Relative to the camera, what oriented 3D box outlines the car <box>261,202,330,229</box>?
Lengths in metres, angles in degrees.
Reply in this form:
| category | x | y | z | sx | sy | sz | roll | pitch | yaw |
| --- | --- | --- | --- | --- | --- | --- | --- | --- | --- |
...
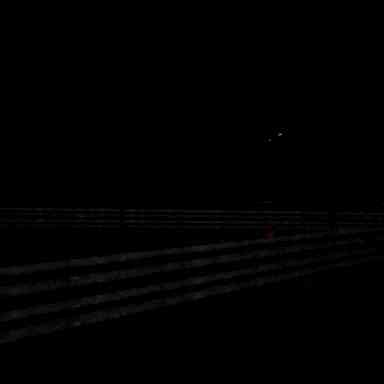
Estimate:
| category | x | y | z | sx | sy | sz | roll | pitch | yaw |
| --- | --- | --- | --- | --- | --- | --- | --- | --- | --- |
| car | 6.995 | 1.459 | 21.971 | 4.553 | 1.767 | 2.097 | 1 | -1 | -9 |

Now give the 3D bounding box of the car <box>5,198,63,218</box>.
| category | x | y | z | sx | sy | sz | roll | pitch | yaw |
| --- | --- | --- | --- | --- | --- | --- | --- | --- | --- |
| car | -12.214 | 1.224 | 26.154 | 4.674 | 1.442 | 1.812 | 1 | -1 | -9 |
